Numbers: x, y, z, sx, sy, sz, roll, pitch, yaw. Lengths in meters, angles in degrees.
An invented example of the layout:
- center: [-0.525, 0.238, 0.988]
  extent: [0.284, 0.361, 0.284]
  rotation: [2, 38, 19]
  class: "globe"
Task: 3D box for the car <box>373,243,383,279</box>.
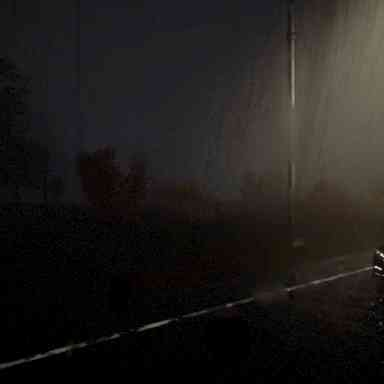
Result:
- center: [6.515, 1.420, 8.438]
  extent: [4.902, 1.511, 2.128]
  rotation: [0, 0, -34]
  class: "car"
